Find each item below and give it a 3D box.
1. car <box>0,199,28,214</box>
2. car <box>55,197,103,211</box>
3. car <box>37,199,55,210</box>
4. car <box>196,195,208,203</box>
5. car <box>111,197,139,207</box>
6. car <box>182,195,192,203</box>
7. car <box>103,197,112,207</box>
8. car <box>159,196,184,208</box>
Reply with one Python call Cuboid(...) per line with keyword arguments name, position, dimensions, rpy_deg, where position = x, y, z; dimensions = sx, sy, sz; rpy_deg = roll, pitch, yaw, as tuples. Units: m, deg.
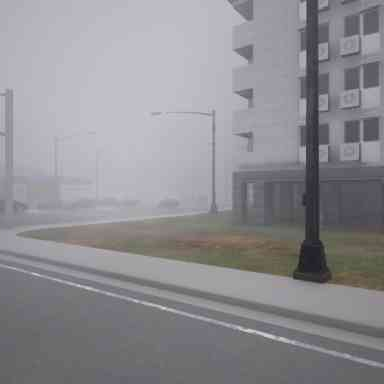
Cuboid(name="car", position=(-19.348, 1.478, 33.714), dimensions=(1.882, 1.535, 5.008), rpy_deg=(0, 0, 36))
Cuboid(name="car", position=(-14.045, 1.491, 41.572), dimensions=(2.128, 1.511, 4.902), rpy_deg=(0, 0, 30))
Cuboid(name="car", position=(-17.560, 1.564, 42.491), dimensions=(1.994, 1.385, 4.181), rpy_deg=(0, 0, 31))
Cuboid(name="car", position=(2.049, 1.353, 69.977), dimensions=(2.097, 1.767, 4.553), rpy_deg=(0, 0, -8))
Cuboid(name="car", position=(-9.911, 1.601, 50.860), dimensions=(1.895, 1.301, 4.718), rpy_deg=(0, 0, 16))
Cuboid(name="car", position=(-1.401, 1.351, 69.742), dimensions=(2.097, 1.767, 4.553), rpy_deg=(0, 0, -8))
Cuboid(name="car", position=(-13.337, 1.478, 51.662), dimensions=(1.882, 1.535, 5.008), rpy_deg=(0, 0, 16))
Cuboid(name="car", position=(-3.236, 1.564, 48.321), dimensions=(1.994, 1.385, 4.181), rpy_deg=(0, 0, 18))
